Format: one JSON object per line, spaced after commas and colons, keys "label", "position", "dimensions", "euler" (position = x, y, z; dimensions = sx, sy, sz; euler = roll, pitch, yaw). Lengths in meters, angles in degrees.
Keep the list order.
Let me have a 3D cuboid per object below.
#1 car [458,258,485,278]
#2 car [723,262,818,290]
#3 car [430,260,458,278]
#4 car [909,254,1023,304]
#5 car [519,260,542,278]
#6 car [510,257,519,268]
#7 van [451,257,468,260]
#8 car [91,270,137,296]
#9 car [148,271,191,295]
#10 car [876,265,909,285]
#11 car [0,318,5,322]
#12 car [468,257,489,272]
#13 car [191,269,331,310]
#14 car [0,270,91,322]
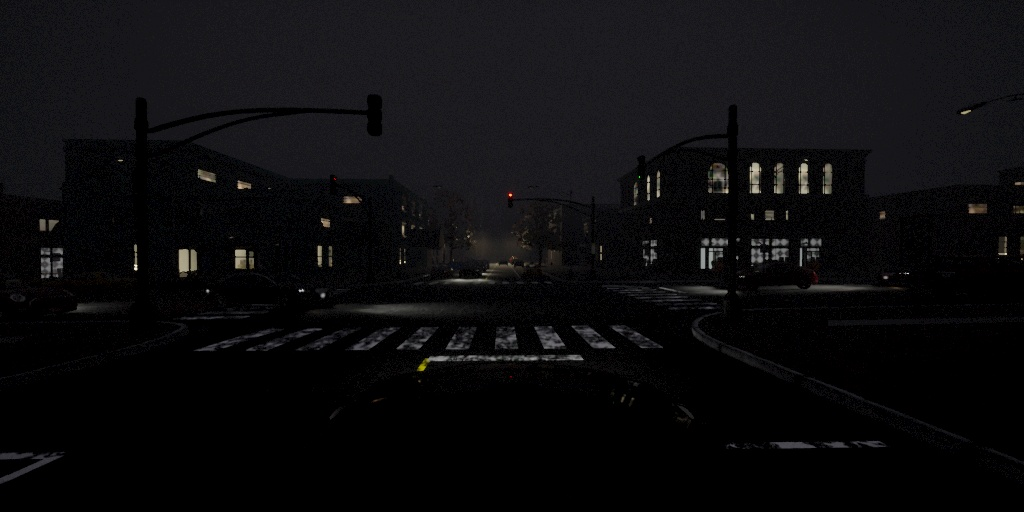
{"label": "car", "position": [-3.920, 1.222, 34.421], "dimensions": [1.882, 1.535, 5.008], "euler": [0, 0, -2]}
{"label": "car", "position": [14.306, 1.063, 19.928], "dimensions": [4.674, 1.442, 1.812], "euler": [-1, 1, -2]}
{"label": "car", "position": [-6.492, 1.326, 33.595], "dimensions": [1.802, 1.307, 4.207], "euler": [0, 0, -1]}
{"label": "car", "position": [19.642, 0.843, 14.370], "dimensions": [5.009, 1.841, 2.192], "euler": [0, 0, -2]}
{"label": "car", "position": [1.881, 1.270, 33.979], "dimensions": [1.751, 1.417, 4.829], "euler": [0, 0, -1]}
{"label": "car", "position": [1.178, 1.289, 61.531], "dimensions": [2.007, 1.370, 4.403], "euler": [0, 0, -1]}
{"label": "van", "position": [-6.775, 1.083, 44.683], "dimensions": [1.690, 1.789, 3.998], "euler": [0, 0, -1]}
{"label": "car", "position": [-24.497, 1.501, 20.840], "dimensions": [4.829, 1.417, 1.751], "euler": [0, 0, -2]}
{"label": "car", "position": [-18.678, 1.474, 21.093], "dimensions": [4.313, 1.339, 1.948], "euler": [0, 0, -2]}
{"label": "car", "position": [23.528, 0.918, 20.328], "dimensions": [4.902, 1.511, 2.128], "euler": [-1, 1, -2]}
{"label": "car", "position": [-5.661, 1.295, 1.086], "dimensions": [1.888, 1.381, 4.507], "euler": [0, 0, -1]}
{"label": "car", "position": [-4.180, 1.220, 44.461], "dimensions": [1.882, 1.535, 5.008], "euler": [0, 0, -1]}
{"label": "car", "position": [-10.081, 1.359, 14.920], "dimensions": [4.902, 1.511, 2.128], "euler": [-1, 0, 9]}
{"label": "car", "position": [-18.346, 1.423, 12.752], "dimensions": [4.097, 1.591, 1.967], "euler": [0, 0, -2]}
